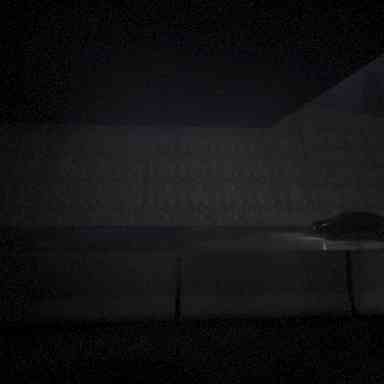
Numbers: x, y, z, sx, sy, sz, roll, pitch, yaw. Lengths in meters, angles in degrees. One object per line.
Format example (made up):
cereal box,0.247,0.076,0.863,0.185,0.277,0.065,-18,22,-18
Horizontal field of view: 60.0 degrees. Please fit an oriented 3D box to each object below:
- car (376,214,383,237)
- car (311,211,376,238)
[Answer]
car,11.927,1.875,16.221,4.718,1.301,1.895,0,-1,-6
car,9.396,1.834,19.479,4.674,1.442,1.812,0,-1,-6
